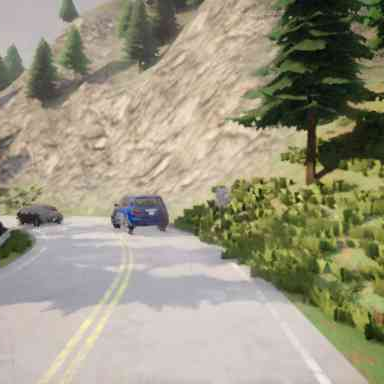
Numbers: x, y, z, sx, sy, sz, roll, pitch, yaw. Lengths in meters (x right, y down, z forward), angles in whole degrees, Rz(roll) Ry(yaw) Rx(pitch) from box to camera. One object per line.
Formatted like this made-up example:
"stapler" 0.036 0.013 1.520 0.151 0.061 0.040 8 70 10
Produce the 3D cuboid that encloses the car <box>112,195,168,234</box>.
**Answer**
"car" -3.169 1.187 19.421 2.150 2.045 5.566 -2 0 -25

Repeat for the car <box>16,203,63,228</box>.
"car" -11.539 1.783 25.099 4.892 1.490 1.837 -2 1 42

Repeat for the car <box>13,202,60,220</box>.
"car" -14.943 1.816 31.877 4.674 1.442 1.812 -3 2 33
